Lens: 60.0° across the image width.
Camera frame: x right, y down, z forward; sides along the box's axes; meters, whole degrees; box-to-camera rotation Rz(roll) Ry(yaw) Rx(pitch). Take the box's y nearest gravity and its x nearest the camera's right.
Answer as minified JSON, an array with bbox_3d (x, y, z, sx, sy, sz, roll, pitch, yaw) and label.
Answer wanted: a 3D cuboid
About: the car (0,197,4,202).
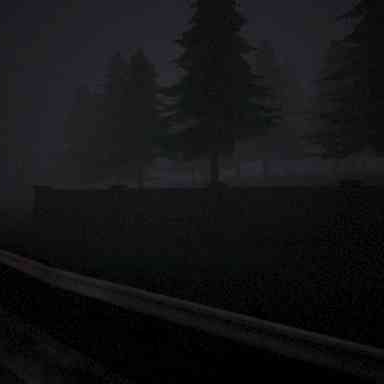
[{"bbox_3d":[-48.074,2.058,82.636,2.033,1.411,5.357,0,0,-23],"label":"car"}]
